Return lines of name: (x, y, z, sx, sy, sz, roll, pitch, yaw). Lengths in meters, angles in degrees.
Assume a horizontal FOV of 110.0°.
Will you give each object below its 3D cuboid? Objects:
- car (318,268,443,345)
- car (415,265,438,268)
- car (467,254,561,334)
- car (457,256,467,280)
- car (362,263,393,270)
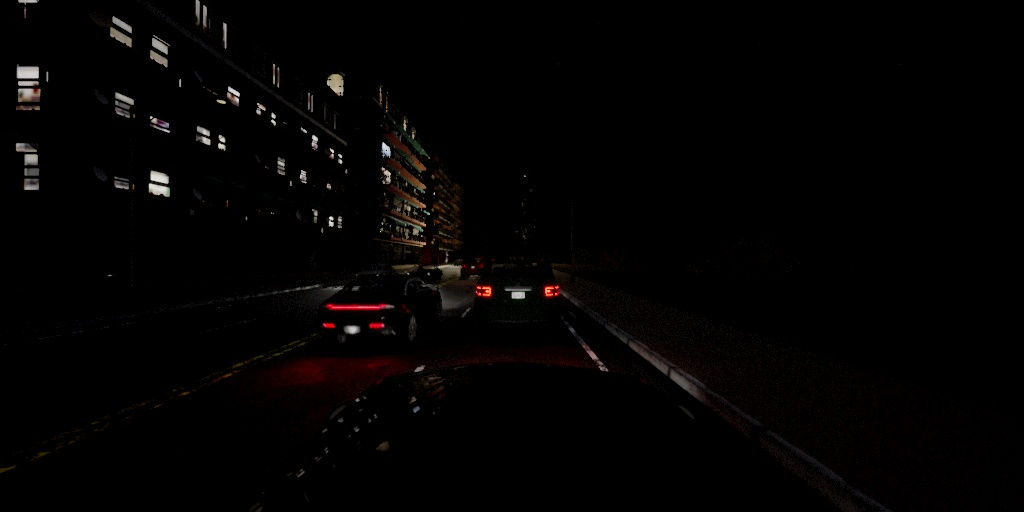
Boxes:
car: (-3.152, 1.240, 9.489, 2.128, 1.511, 4.902, 0, 0, 0)
car: (-6.600, 1.352, 27.468, 1.895, 1.301, 4.718, 0, 0, 0)
car: (0.102, 0.972, 10.721, 2.150, 2.045, 5.566, 0, 0, -1)
car: (-3.143, 0.975, 31.323, 2.150, 2.045, 5.566, 0, 0, -1)
car: (-9.849, 1.277, 26.363, 1.812, 1.442, 4.674, 0, 0, 0)
